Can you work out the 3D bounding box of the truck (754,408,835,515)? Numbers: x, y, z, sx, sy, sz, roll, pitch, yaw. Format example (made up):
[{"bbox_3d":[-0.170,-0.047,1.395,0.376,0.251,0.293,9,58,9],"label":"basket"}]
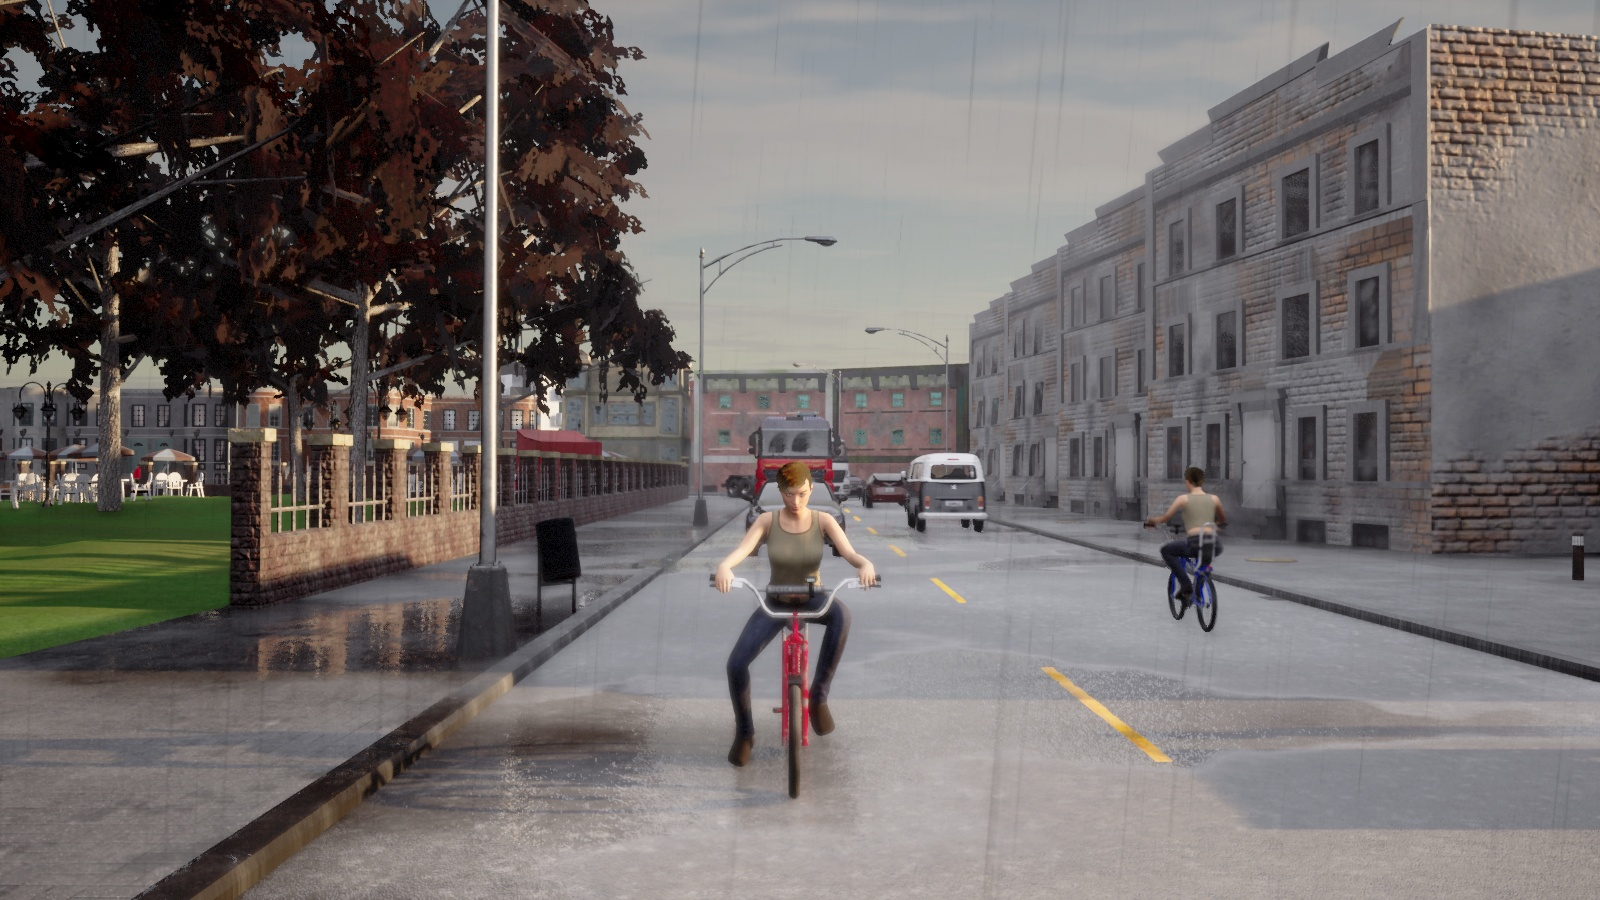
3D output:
[{"bbox_3d":[-0.181,0.475,49.230,2.891,3.827,8.468,0,-1,0],"label":"truck"}]

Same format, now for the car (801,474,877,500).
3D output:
[{"bbox_3d":[2.148,2.043,70.919,2.033,1.411,5.357,0,-1,-26],"label":"car"}]

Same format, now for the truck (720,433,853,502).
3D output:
[{"bbox_3d":[-0.849,0.970,67.608,2.891,3.462,7.936,1,-1,-39],"label":"truck"}]

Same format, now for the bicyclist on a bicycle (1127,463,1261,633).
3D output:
[{"bbox_3d":[3.958,0.949,12.743,0.866,1.612,1.509,0,-1,0],"label":"bicyclist on a bicycle"}]

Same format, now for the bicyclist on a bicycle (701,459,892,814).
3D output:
[{"bbox_3d":[-0.018,0.860,6.486,0.866,1.612,1.509,0,-1,0],"label":"bicyclist on a bicycle"}]

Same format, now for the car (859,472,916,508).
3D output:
[{"bbox_3d":[3.793,1.727,55.394,2.163,1.488,4.792,0,-1,0],"label":"car"}]

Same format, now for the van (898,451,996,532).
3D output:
[{"bbox_3d":[3.883,1.090,33.902,2.069,2.038,4.480,0,-1,0],"label":"van"}]

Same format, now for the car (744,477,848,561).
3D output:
[{"bbox_3d":[-0.076,1.248,24.300,1.812,1.442,4.674,0,-1,0],"label":"car"}]
